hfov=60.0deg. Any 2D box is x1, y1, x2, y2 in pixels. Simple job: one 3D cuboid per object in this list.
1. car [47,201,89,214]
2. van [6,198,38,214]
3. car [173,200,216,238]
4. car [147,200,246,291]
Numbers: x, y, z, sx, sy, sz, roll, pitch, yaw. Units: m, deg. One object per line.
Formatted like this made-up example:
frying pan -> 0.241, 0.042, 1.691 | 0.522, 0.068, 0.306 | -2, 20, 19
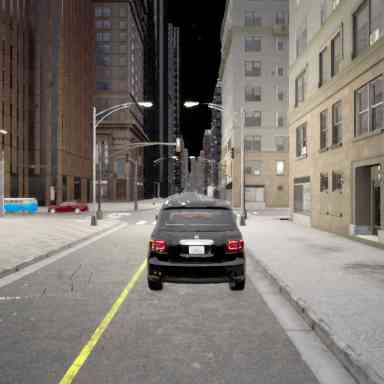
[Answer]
car -> -13.926, 1.724, 37.508 | 4.507, 1.381, 1.887 | -1, 0, 0
van -> -19.553, 1.588, 37.536 | 3.998, 1.788, 1.690 | -1, 0, 0
car -> 0.121, 1.356, 18.618 | 2.097, 1.767, 4.553 | 0, 0, 0
car -> 0.113, 1.223, 9.169 | 2.150, 2.045, 5.566 | 0, 0, 0
